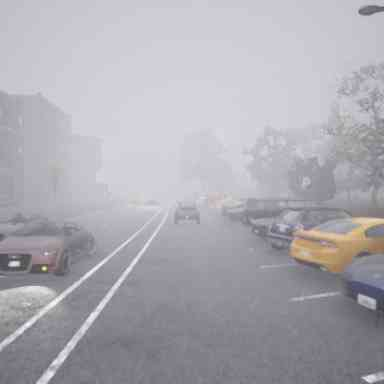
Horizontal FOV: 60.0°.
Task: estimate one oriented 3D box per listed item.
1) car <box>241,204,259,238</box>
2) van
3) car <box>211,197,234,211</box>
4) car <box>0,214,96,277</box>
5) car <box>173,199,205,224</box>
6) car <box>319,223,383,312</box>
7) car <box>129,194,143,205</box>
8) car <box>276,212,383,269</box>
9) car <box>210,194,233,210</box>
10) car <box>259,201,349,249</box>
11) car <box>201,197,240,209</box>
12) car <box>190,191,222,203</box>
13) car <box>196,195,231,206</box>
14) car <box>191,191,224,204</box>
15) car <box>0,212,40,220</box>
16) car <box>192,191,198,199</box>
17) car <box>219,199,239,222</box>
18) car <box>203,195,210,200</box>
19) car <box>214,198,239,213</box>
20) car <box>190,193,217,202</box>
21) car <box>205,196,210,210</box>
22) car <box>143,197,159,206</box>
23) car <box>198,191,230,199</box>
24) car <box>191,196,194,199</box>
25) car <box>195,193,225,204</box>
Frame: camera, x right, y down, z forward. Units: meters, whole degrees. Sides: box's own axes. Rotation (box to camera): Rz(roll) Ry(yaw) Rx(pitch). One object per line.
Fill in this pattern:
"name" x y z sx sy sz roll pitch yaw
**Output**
"car" 5.145 1.484 15.494 5.008 1.535 2.097 1 0 -21
"van" 5.175 1.263 18.517 4.442 1.987 1.878 1 0 -22
"car" 4.829 1.502 30.418 5.366 1.575 1.946 1 0 -23
"car" -4.358 1.565 10.113 1.994 1.385 4.181 0 0 -1
"car" -0.398 1.504 25.308 2.128 1.511 4.902 0 0 -2
"car" 5.253 1.511 6.574 4.792 1.488 2.163 1 0 -21
"car" -9.207 1.175 55.301 2.097 1.767 4.553 0 1 -4
"car" 5.240 1.482 9.557 5.008 1.535 2.097 1 0 -21
"car" 4.558 1.381 33.320 4.553 1.767 2.185 1 0 -23
"car" 5.166 1.357 12.521 4.553 1.767 2.185 1 0 -21
"car" 3.912 1.500 45.206 4.792 1.488 2.163 0 0 -24
"car" 2.592 0.883 62.990 5.566 2.045 2.435 0 1 -25
"car" 3.446 1.336 54.181 5.366 1.575 1.946 0 1 -24
"car" 2.793 0.953 59.995 5.566 2.045 2.435 0 2 -25
"car" -7.230 1.569 14.066 1.994 1.385 4.181 0 0 -1
"car" 3.473 1.142 51.106 5.566 2.045 2.435 0 1 -24
"car" 4.893 1.494 24.403 5.008 1.535 2.097 1 0 -22
"car" 4.240 1.508 39.248 4.892 1.521 2.231 1 1 -23
"car" 4.770 1.498 27.378 5.008 1.535 2.097 1 0 -22
"car" 2.299 1.064 65.941 4.892 1.521 2.231 0 1 -25
"car" 4.380 1.509 36.282 5.008 1.535 2.097 1 0 -23
"car" -6.200 1.481 52.564 1.895 1.301 4.718 0 1 -4
"car" 4.093 1.242 42.234 5.566 2.045 2.435 1 0 -24
"car" -1.225 1.553 42.820 2.033 1.411 5.357 0 0 -3
"car" 3.082 1.149 57.066 4.553 1.767 2.185 0 2 -25
